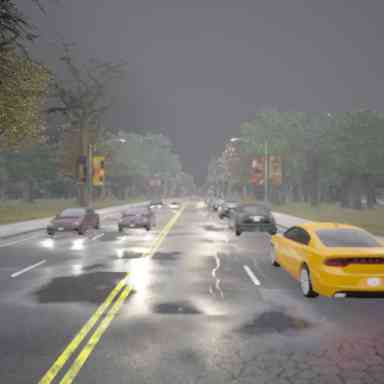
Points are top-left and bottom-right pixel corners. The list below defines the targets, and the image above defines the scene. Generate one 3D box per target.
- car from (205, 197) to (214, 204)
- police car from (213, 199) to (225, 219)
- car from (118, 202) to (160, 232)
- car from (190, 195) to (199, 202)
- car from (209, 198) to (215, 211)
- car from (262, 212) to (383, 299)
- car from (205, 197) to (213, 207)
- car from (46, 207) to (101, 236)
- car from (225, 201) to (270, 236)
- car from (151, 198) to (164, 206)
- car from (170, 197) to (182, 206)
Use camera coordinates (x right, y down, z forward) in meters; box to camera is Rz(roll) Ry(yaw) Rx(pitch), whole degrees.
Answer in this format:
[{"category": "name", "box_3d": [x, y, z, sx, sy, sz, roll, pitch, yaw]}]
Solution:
[{"category": "car", "box_3d": [3.773, 1.791, 73.919, 1.837, 1.490, 4.892, 0, 0, 1]}, {"category": "police car", "box_3d": [3.337, 1.610, 29.961, 2.038, 1.542, 4.974, 0, 0, 0]}, {"category": "car", "box_3d": [-3.304, 1.594, 20.744, 1.812, 1.442, 4.674, 0, 0, 0]}, {"category": "car", "box_3d": [0.663, 1.627, 83.381, 2.097, 1.767, 4.553, 0, 0, 1]}, {"category": "car", "box_3d": [3.412, 1.748, 40.980, 1.895, 1.301, 4.718, 0, 0, 0]}, {"category": "car", "box_3d": [3.361, 1.506, 8.592, 1.882, 1.535, 5.008, 0, 0, 0]}, {"category": "car", "box_3d": [3.509, 1.738, 51.940, 2.033, 1.411, 5.357, 0, 0, 1]}, {"category": "car", "box_3d": [-6.560, 1.587, 18.978, 1.812, 1.442, 4.674, 0, 0, 0]}, {"category": "car", "box_3d": [3.285, 1.416, 18.941, 2.097, 1.767, 4.553, 0, 0, 0]}, {"category": "car", "box_3d": [-6.202, 1.784, 59.533, 1.994, 1.385, 4.181, 0, 0, 1]}, {"category": "car", "box_3d": [-2.927, 1.705, 61.221, 1.882, 1.535, 5.008, 0, 0, 1]}]
